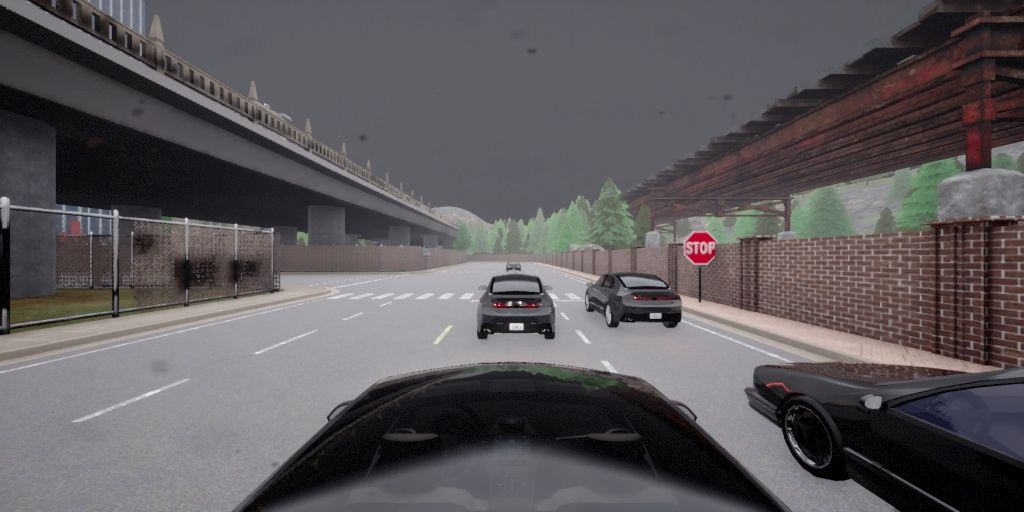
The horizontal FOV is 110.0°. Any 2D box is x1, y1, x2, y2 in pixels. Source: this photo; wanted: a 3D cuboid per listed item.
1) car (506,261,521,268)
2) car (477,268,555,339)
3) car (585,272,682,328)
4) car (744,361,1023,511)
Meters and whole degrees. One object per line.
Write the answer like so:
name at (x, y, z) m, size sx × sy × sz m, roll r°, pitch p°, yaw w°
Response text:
car at (0.184, 1.351, 46.316) m, size 1.895 × 1.301 × 4.718 m, roll 0°, pitch 0°, yaw -1°
car at (0.099, 1.255, 10.034) m, size 1.837 × 1.490 × 4.892 m, roll 0°, pitch 0°, yaw 0°
car at (3.600, 1.255, 11.393) m, size 1.837 × 1.490 × 4.892 m, roll 0°, pitch 0°, yaw 0°
car at (3.600, 1.297, 1.647) m, size 2.033 × 1.411 × 5.357 m, roll 0°, pitch 0°, yaw 0°
